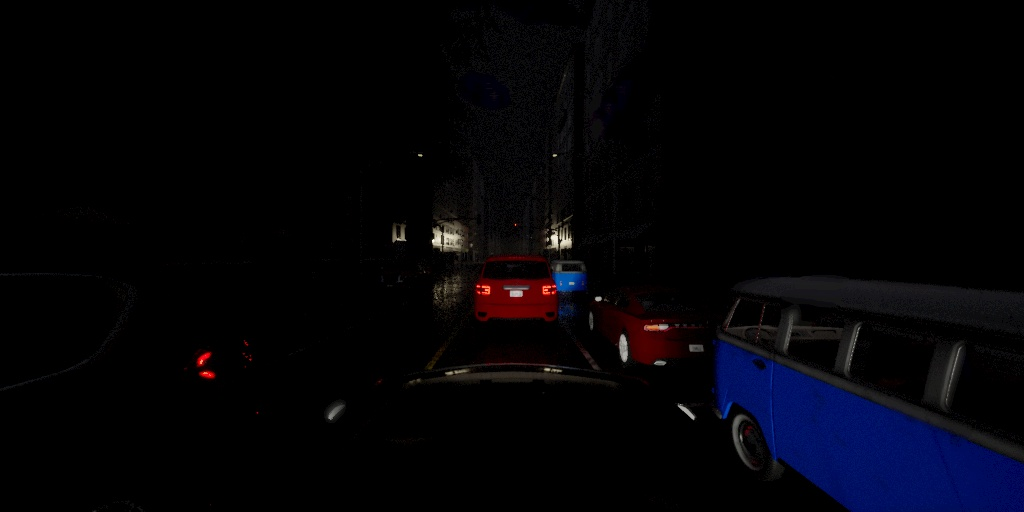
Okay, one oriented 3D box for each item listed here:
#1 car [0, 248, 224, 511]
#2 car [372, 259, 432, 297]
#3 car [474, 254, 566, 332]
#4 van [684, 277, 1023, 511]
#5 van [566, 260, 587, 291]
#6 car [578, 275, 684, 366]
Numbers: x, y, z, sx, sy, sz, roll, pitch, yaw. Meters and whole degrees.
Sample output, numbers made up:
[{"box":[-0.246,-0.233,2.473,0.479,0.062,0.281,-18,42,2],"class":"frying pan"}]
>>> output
[{"box":[-3.104,0.971,0.183,2.150,2.045,5.566,0,0,0],"class":"car"},{"box":[-5.636,1.059,19.090,2.192,1.841,5.009,0,0,0],"class":"car"},{"box":[0.118,0.970,11.016,2.150,2.045,5.566,0,0,0],"class":"car"},{"box":[2.856,1.091,2.132,1.690,1.789,3.998,0,0,0],"class":"van"},{"box":[2.889,1.086,19.114,1.690,1.789,3.998,0,0,0],"class":"van"},{"box":[2.867,1.294,7.793,1.888,1.381,4.507,0,0,0],"class":"car"}]
